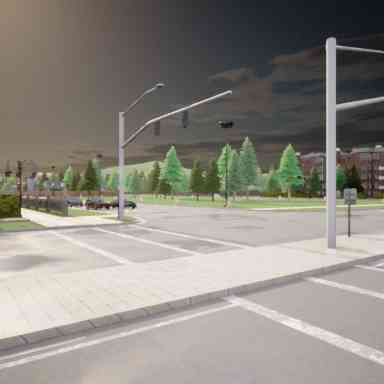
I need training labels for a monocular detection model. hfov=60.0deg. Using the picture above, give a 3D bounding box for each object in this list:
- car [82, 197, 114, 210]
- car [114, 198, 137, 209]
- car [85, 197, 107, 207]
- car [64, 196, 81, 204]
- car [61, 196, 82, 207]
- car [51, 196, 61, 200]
[{"bbox_3d":[-12.154,1.601,42.802,1.895,1.301,4.718,0,0,-36],"label":"car"},{"bbox_3d":[-9.367,1.547,44.912,2.033,1.411,5.357,0,0,-36],"label":"car"},{"bbox_3d":[-15.438,1.505,53.282,1.837,1.490,4.892,0,0,-36],"label":"car"},{"bbox_3d":[-22.935,1.478,63.722,1.882,1.535,5.008,0,0,-35],"label":"car"},{"bbox_3d":[-18.209,1.506,51.137,1.837,1.490,4.892,0,0,-36],"label":"car"},{"bbox_3d":[-24.157,1.504,59.387,1.837,1.490,4.892,0,0,-36],"label":"car"}]
